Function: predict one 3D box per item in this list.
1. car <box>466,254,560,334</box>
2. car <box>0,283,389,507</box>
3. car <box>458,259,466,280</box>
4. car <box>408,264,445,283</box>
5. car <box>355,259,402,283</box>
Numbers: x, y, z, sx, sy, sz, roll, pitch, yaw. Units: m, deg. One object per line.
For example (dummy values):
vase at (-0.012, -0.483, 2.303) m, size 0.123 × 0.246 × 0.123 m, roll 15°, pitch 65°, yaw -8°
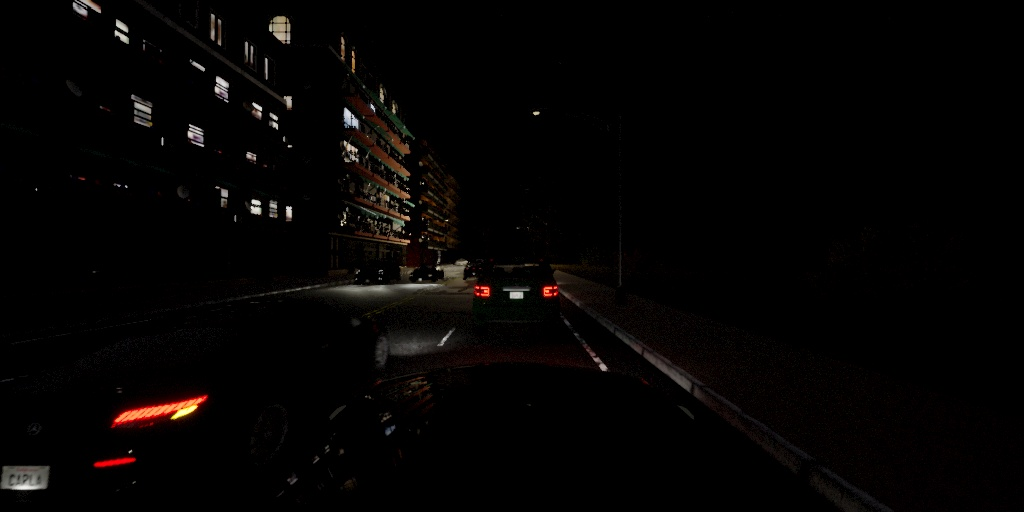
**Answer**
car at (0.119, 0.973, 10.714) m, size 2.150 × 2.045 × 5.566 m, roll 0°, pitch 0°, yaw 0°
car at (-3.144, 1.276, 4.626) m, size 1.812 × 1.442 × 4.674 m, roll 0°, pitch 0°, yaw 0°
car at (-3.067, 1.241, 31.233) m, size 2.128 × 1.511 × 4.902 m, roll 0°, pitch 0°, yaw 0°
car at (-6.526, 1.299, 28.152) m, size 2.033 × 1.411 × 5.357 m, roll 0°, pitch 0°, yaw 0°
car at (-9.783, 1.104, 26.501) m, size 2.097 × 1.767 × 4.553 m, roll 0°, pitch 0°, yaw 0°
